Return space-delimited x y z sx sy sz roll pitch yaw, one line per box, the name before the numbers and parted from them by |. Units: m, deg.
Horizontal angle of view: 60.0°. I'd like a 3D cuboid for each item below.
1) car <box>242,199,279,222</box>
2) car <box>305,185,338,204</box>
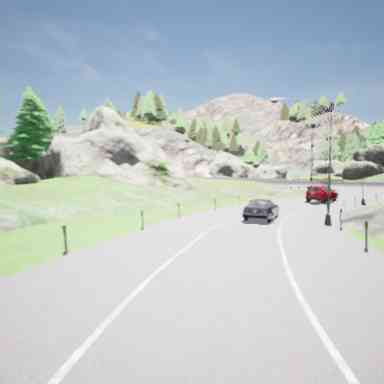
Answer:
car | 4.829 1.182 22.988 2.033 1.411 5.357 2 2 22
car | 15.555 0.232 39.821 2.150 2.045 5.566 4 5 43
